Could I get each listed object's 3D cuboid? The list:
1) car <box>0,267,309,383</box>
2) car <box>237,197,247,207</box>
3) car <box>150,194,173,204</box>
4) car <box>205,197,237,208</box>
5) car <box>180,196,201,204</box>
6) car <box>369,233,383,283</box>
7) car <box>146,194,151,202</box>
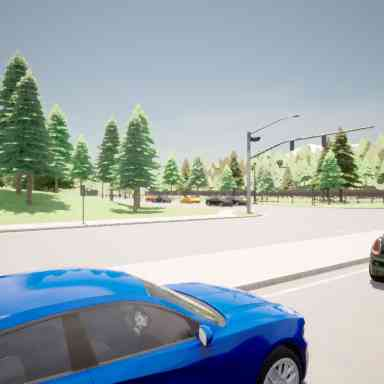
[{"bbox_3d":[-0.979,1.478,3.049,5.008,1.535,1.882,0,0,-35],"label":"car"},{"bbox_3d":[6.667,1.478,52.290,1.882,1.535,5.008,0,0,-35],"label":"car"},{"bbox_3d":[-5.563,1.507,63.757,1.837,1.490,4.892,0,-1,-34],"label":"car"},{"bbox_3d":[4.047,1.478,49.926,1.882,1.535,5.008,0,0,-35],"label":"car"},{"bbox_3d":[-0.290,1.478,62.299,1.882,1.535,5.008,0,1,-35],"label":"car"},{"bbox_3d":[6.520,1.352,8.418,4.553,1.767,2.097,0,0,-35],"label":"car"},{"bbox_3d":[-8.500,1.323,74.174,2.097,1.767,4.553,0,0,-35],"label":"car"}]
